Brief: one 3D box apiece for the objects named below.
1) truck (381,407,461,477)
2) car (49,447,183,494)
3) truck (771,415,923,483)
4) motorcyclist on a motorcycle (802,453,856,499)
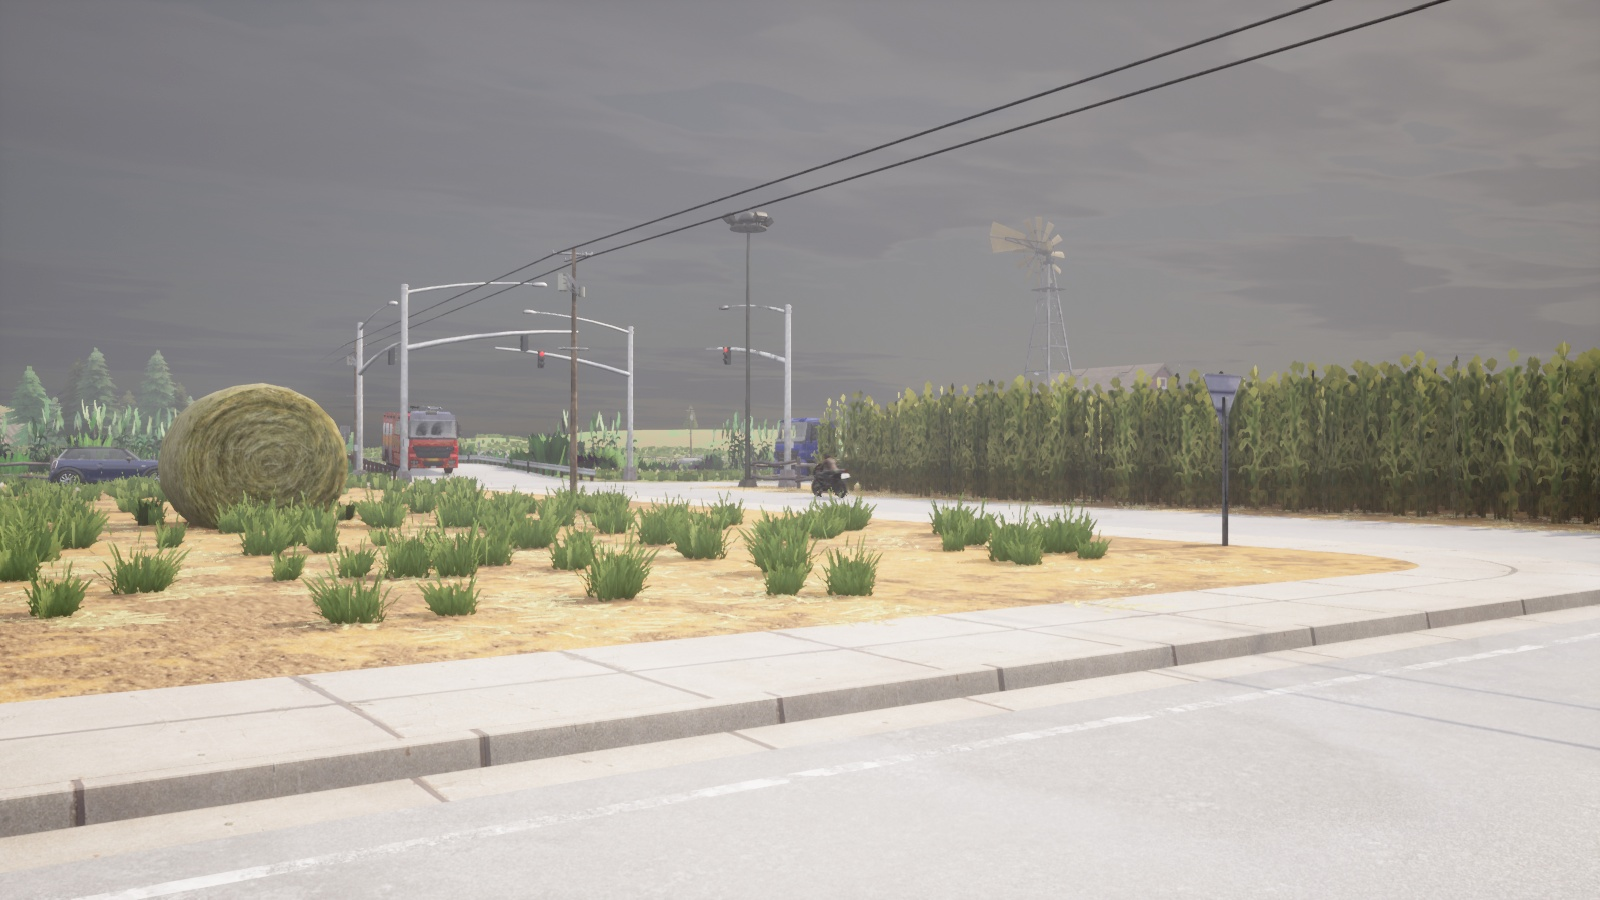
[{"bbox_3d":[-22.412,-0.567,73.935,2.891,3.827,8.468,0,2,-28],"label":"truck"},{"bbox_3d":[-26.926,0.773,49.439,4.553,1.767,2.097,0,0,-31],"label":"car"},{"bbox_3d":[2.576,-0.051,67.426,7.936,3.462,2.891,0,0,-34],"label":"truck"},{"bbox_3d":[0.958,0.855,42.140,0.797,1.523,2.044,0,0,-34],"label":"motorcyclist on a motorcycle"}]
